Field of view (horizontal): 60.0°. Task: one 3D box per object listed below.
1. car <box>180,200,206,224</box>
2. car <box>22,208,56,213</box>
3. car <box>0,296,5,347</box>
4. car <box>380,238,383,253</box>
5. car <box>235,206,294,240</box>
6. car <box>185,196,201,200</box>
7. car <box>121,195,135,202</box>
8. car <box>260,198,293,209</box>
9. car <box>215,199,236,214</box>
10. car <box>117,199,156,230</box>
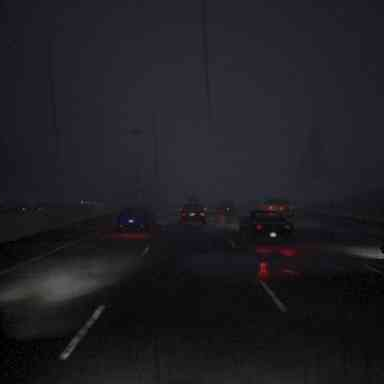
[{"bbox_3d":[0.073,1.532,24.587,2.033,1.411,5.357,0,0,0],"label":"car"},{"bbox_3d":[-14.104,1.581,31.416,1.895,1.301,4.718,0,0,0],"label":"car"},{"bbox_3d":[-3.410,1.490,2.481,2.128,1.511,4.902,0,0,0],"label":"car"},{"bbox_3d":[7.099,1.542,8.469,2.033,1.411,5.357,0,0,0],"label":"car"},{"bbox_3d":[3.598,1.590,16.984,1.895,1.301,4.718,0,0,0],"label":"car"},{"bbox_3d":[0.091,1.324,41.692,2.097,1.767,4.553,0,0,0],"label":"car"},{"bbox_3d":[-14.015,1.483,72.959,2.033,1.411,5.357,0,0,0],"label":"car"},{"bbox_3d":[7.094,1.333,28.643,2.097,1.767,4.553,0,0,0],"label":"car"},{"bbox_3d":[3.592,1.503,35.475,1.812,1.442,4.674,0,0,0],"label":"car"},{"bbox_3d":[-3.404,1.464,21.099,1.882,1.535,5.008,0,0,0],"label":"car"}]
